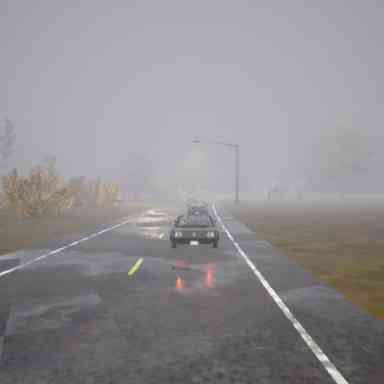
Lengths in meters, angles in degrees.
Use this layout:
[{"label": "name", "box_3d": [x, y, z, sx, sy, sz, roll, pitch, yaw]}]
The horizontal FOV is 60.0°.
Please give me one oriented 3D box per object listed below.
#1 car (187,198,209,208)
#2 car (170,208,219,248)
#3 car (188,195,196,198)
[{"label": "car", "box_3d": [0.524, 1.528, 29.566, 1.812, 1.442, 4.674, 0, 0, 2]}, {"label": "car", "box_3d": [0.131, 1.615, 14.632, 1.895, 1.301, 4.718, 0, 0, 1]}, {"label": "car", "box_3d": [0.065, 1.505, 77.779, 2.033, 1.411, 5.357, 0, 0, 5]}]
